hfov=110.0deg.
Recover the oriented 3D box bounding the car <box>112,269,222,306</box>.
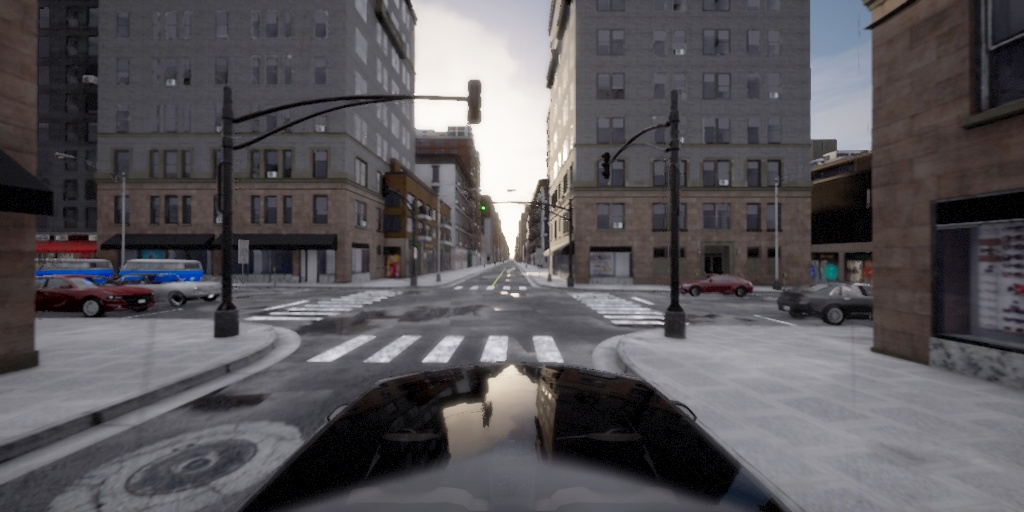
[{"bbox_3d":[-15.052,1.384,15.254,4.718,1.301,1.895,1,0,-2],"label":"car"}]

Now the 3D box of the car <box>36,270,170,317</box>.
[{"bbox_3d":[-15.142,1.311,12.494,4.507,1.381,1.888,0,0,0],"label":"car"}]

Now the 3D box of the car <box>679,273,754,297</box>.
[{"bbox_3d":[11.658,1.657,20.819,4.207,1.307,1.802,0,0,0],"label":"car"}]

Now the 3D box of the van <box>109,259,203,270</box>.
[{"bbox_3d":[-20.596,1.104,21.069,3.998,1.789,1.690,0,0,0],"label":"van"}]

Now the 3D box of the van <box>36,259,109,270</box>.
[{"bbox_3d":[-26.087,1.053,21.110,3.998,1.789,1.690,0,0,0],"label":"van"}]

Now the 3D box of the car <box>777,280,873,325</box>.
[{"bbox_3d":[11.621,1.576,12.294,4.403,1.370,2.007,0,0,0],"label":"car"}]
